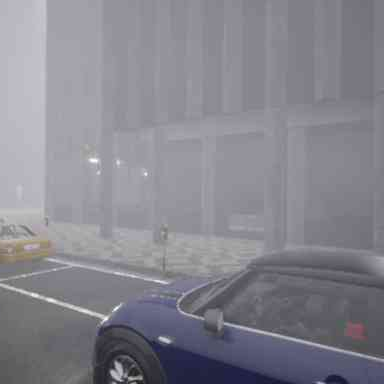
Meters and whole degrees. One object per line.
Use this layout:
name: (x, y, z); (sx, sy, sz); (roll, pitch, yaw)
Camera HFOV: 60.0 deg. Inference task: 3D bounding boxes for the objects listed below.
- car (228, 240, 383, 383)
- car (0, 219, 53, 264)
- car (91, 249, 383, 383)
car: (2.866, 1.625, 4.558); (4.313, 1.339, 1.947); (0, 0, 34)
car: (-6.586, 1.570, 11.023); (4.829, 1.417, 1.752); (0, 0, 34)
car: (1.084, 1.389, 3.342); (4.553, 1.767, 2.097); (0, -1, 34)
